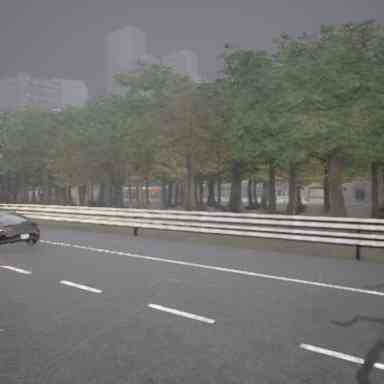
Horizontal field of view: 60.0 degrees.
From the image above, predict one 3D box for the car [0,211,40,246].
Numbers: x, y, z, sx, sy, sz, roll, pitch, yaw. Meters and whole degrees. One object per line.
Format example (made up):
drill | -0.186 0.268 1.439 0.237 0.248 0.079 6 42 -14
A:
car | -8.272 1.543 14.079 4.674 1.442 1.812 0 0 36
